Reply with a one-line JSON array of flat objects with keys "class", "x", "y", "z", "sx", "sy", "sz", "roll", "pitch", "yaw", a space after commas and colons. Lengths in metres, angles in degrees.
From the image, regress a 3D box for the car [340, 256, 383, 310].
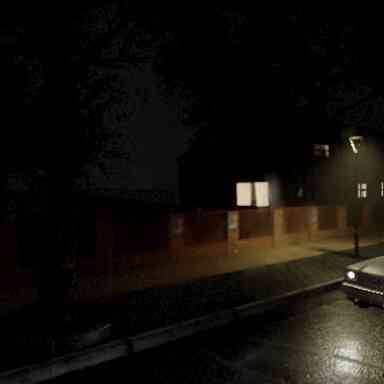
[{"class": "car", "x": 5.018, "y": 1.560, "z": 6.611, "sx": 4.718, "sy": 1.301, "sz": 1.895, "roll": 0, "pitch": 0, "yaw": -35}]
